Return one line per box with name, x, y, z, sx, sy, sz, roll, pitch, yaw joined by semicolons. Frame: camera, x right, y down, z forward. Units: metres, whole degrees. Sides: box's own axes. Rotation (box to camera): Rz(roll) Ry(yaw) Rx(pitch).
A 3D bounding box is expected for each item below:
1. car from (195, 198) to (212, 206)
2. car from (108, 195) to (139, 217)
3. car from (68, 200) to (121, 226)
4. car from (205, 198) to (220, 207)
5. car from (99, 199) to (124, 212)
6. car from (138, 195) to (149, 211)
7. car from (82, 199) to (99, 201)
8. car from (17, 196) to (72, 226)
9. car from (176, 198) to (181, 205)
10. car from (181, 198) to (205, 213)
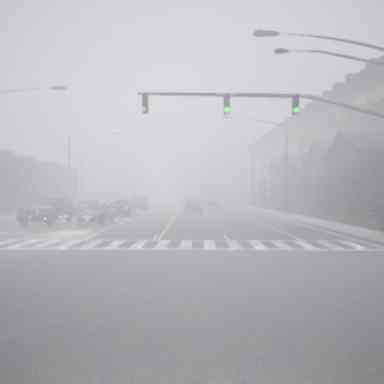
car;2.210;1.835;64.873;1.812;1.442;4.674;0;0;-17
car;-7.079;1.513;33.799;2.097;1.767;4.553;0;0;0
car;-7.080;1.610;24.853;2.128;1.511;4.902;0;0;0
car;3.462;1.827;55.255;1.994;1.385;4.181;0;0;-3
car;-10.556;1.702;44.137;2.128;1.511;4.902;0;0;0
car;-7.058;1.433;44.377;2.150;2.045;5.566;0;0;0
car;-10.573;1.515;34.138;2.097;1.767;4.553;0;0;0
car;-10.568;1.339;24.609;2.150;2.045;5.566;0;0;2
car;-1.872;1.915;66.303;1.895;1.301;4.718;0;0;-18
car;0.091;1.540;39.386;2.097;1.767;4.553;0;0;0
